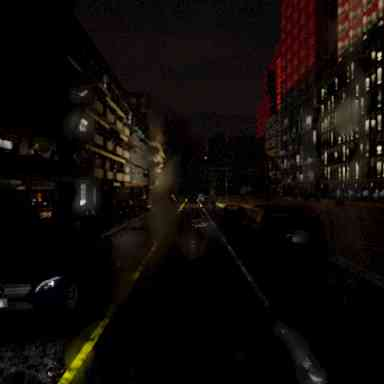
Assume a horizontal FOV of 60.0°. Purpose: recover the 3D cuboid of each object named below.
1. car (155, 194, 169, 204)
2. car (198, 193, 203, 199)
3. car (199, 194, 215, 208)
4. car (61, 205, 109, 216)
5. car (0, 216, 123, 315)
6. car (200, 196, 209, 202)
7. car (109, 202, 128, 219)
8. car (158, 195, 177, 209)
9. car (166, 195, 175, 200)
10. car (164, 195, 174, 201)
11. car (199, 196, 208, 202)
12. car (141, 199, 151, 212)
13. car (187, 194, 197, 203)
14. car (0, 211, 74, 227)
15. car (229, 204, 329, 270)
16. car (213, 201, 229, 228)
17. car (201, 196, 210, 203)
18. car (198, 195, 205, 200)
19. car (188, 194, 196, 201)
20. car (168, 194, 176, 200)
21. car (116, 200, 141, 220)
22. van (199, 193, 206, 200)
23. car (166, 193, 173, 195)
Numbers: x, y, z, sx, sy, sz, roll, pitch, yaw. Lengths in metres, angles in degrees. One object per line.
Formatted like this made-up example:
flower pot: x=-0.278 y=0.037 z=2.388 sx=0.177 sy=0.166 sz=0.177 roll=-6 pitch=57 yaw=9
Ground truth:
car: x=-5.707 y=1.476 z=60.576 sx=1.887 sy=1.381 sz=4.507 roll=0 pitch=0 yaw=0
car: x=2.672 y=1.372 z=60.577 sx=1.967 sy=1.590 sz=4.097 roll=0 pitch=0 yaw=0
car: x=2.345 y=1.443 z=46.994 sx=1.837 sy=1.490 sz=4.892 roll=0 pitch=0 yaw=0
car: x=-5.699 y=1.414 z=16.363 sx=1.967 sy=1.590 sz=4.097 roll=0 pitch=0 yaw=0
car: x=-3.075 y=1.513 z=7.641 sx=1.812 sy=1.442 sz=4.674 roll=0 pitch=0 yaw=0
car: x=2.671 y=1.511 z=71.631 sx=1.802 sy=1.307 sz=4.206 roll=0 pitch=0 yaw=0
car: x=-5.699 y=1.548 z=21.890 sx=1.802 sy=1.307 sz=4.206 roll=0 pitch=0 yaw=0
car: x=-3.097 y=1.466 z=44.156 sx=1.812 sy=1.442 sz=4.674 roll=0 pitch=0 yaw=0
car: x=-5.712 y=1.479 z=88.209 sx=2.008 sy=1.369 sz=4.403 roll=0 pitch=0 yaw=0
car: x=-5.711 y=1.478 z=82.683 sx=2.008 sy=1.369 sz=4.403 roll=0 pitch=0 yaw=0
car: x=2.670 y=1.510 z=77.157 sx=1.802 sy=1.307 sz=4.206 roll=0 pitch=0 yaw=0
car: x=-5.702 y=1.471 z=38.299 sx=1.752 sy=1.417 sz=4.829 roll=0 pitch=0 yaw=0
car: x=-0.013 y=1.464 z=66.489 sx=1.812 sy=1.442 sz=4.674 roll=0 pitch=0 yaw=0
car: x=-5.697 y=1.527 z=10.835 sx=1.887 sy=1.381 sz=4.507 roll=0 pitch=0 yaw=0
car: x=2.682 y=1.297 z=10.836 sx=2.192 sy=1.841 sz=5.009 roll=0 pitch=0 yaw=0
car: x=2.681 y=1.511 z=21.891 sx=1.887 sy=1.381 sz=4.507 roll=0 pitch=0 yaw=0
car: x=2.672 y=1.456 z=66.274 sx=1.752 sy=1.417 sz=4.829 roll=0 pitch=0 yaw=0
car: x=2.667 y=1.455 z=93.906 sx=1.752 sy=1.417 sz=4.829 roll=0 pitch=0 yaw=0
car: x=-0.013 y=1.298 z=81.768 sx=1.837 sy=1.490 sz=4.892 roll=0 pitch=0 yaw=0
car: x=-5.714 y=1.370 z=93.735 sx=1.967 sy=1.590 sz=4.097 roll=0 pitch=0 yaw=0
car: x=-5.701 y=1.399 z=27.416 sx=1.967 sy=1.590 sz=4.097 roll=0 pitch=0 yaw=0
van: x=2.667 y=1.270 z=88.210 sx=1.690 sy=1.788 sz=3.998 roll=0 pitch=0 yaw=0
car: x=-5.709 y=1.454 z=71.460 sx=1.752 sy=1.417 sz=4.829 roll=0 pitch=0 yaw=0
